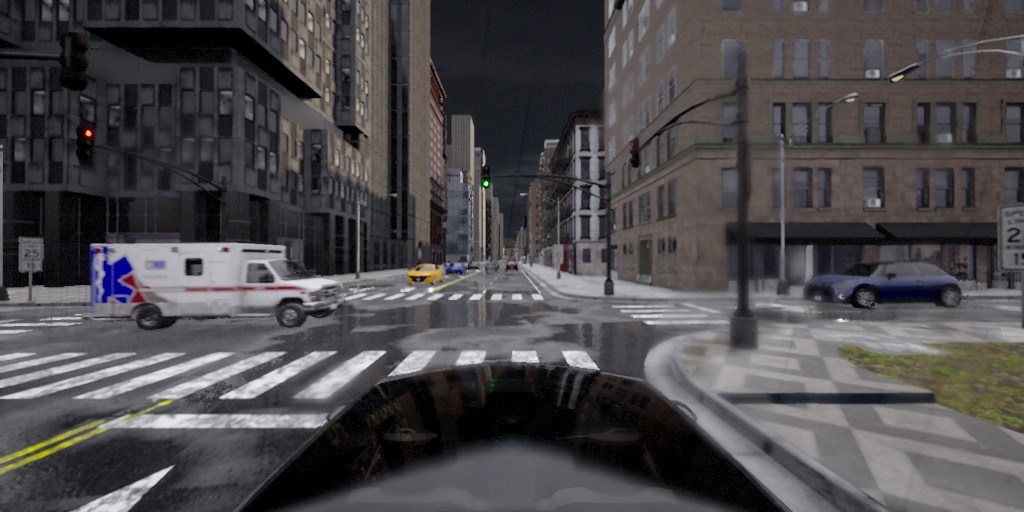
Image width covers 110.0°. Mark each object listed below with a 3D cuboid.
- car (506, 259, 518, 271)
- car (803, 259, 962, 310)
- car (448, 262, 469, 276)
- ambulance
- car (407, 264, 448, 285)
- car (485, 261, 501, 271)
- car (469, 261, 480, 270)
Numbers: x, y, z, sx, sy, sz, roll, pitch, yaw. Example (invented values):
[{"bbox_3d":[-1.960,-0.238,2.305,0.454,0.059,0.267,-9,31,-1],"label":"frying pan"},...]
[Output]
[{"bbox_3d":[-0.006,1.614,56.814,1.882,1.535,5.008,0,0,0],"label":"car"},{"bbox_3d":[13.966,1.017,13.739,4.553,1.767,2.097,0,0,0],"label":"car"},{"bbox_3d":[-6.595,1.503,42.391,1.882,1.535,5.008,0,0,0],"label":"car"},{"bbox_3d":[-8.679,0.871,10.983,6.366,2.431,2.351,0,0,-1],"label":"ambulance"},{"bbox_3d":[-6.596,1.393,27.753,1.882,1.535,5.008,0,0,0],"label":"car"},{"bbox_3d":[-3.256,1.628,56.814,2.128,1.511,4.902,0,0,0],"label":"car"},{"bbox_3d":[-6.510,1.690,61.561,1.837,1.490,4.892,0,-1,0],"label":"car"}]
